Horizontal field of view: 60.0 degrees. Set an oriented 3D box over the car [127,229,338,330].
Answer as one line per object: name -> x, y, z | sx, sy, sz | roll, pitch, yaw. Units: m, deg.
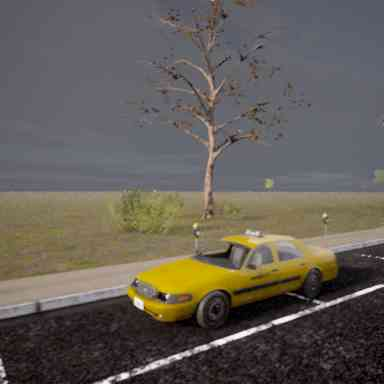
car -> 1.092, 1.498, 6.868 | 4.829, 1.417, 1.752 | 0, 1, -36
